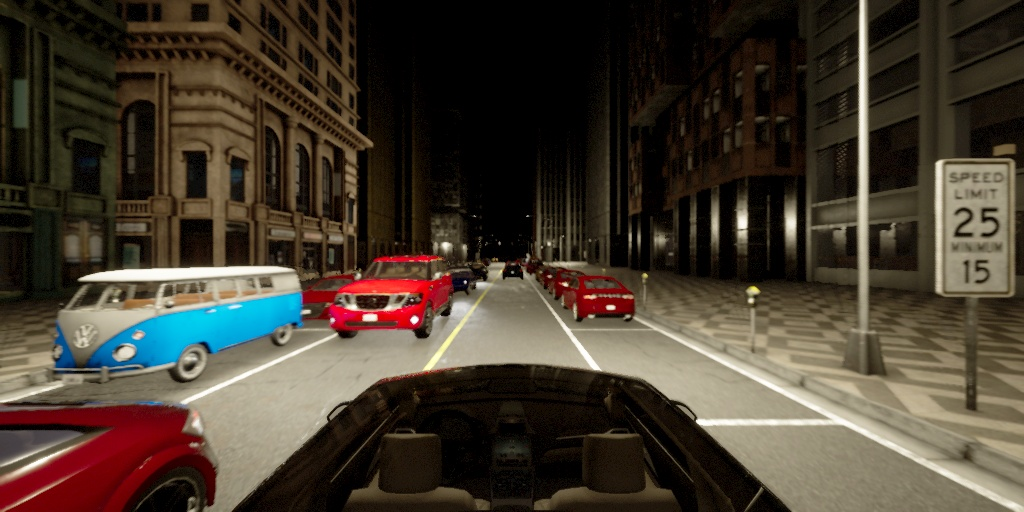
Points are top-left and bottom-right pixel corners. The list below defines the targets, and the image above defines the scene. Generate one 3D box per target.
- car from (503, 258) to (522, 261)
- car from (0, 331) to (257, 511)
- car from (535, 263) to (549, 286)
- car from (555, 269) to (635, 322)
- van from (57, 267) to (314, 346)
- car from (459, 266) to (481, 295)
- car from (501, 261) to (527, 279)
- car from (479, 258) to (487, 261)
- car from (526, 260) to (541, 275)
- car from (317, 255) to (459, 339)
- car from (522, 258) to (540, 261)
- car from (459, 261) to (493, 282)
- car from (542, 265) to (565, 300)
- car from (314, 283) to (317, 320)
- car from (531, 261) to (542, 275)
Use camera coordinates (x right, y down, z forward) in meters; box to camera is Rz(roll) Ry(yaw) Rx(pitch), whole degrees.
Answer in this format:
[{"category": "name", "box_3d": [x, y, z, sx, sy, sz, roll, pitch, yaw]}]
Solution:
[{"category": "car", "box_3d": [0.057, 1.367, 48.728, 1.882, 1.535, 5.008, 0, 0, 0]}, {"category": "car", "box_3d": [-3.091, 1.312, 0.806, 1.994, 1.385, 4.181, 0, 0, 1]}, {"category": "car", "box_3d": [2.775, 1.356, 23.371, 1.888, 1.381, 4.507, 0, 0, 0]}, {"category": "car", "box_3d": [2.779, 1.323, 12.320, 1.888, 1.381, 4.507, 0, 0, 0]}, {"category": "van", "box_3d": [-5.777, 1.106, 6.813, 1.690, 1.789, 3.998, 0, 0, 0]}, {"category": "car", "box_3d": [-3.086, 1.405, 20.351, 1.895, 1.301, 4.718, 0, 0, 0]}, {"category": "car", "box_3d": [0.089, 1.406, 33.337, 1.994, 1.385, 4.181, 0, 0, 1]}, {"category": "car", "box_3d": [-5.773, 1.458, 61.892, 1.751, 1.417, 4.829, 0, 0, 0]}, {"category": "car", "box_3d": [2.770, 1.407, 39.947, 1.888, 1.381, 4.507, 0, 0, 0]}, {"category": "car", "box_3d": [-3.102, 0.996, 10.545, 2.150, 2.045, 5.566, 0, 0, 0]}, {"category": "car", "box_3d": [2.769, 1.193, 45.473, 2.192, 1.841, 5.009, 0, 0, 0]}, {"category": "car", "box_3d": [-3.036, 1.398, 30.431, 1.994, 1.385, 4.181, 0, 0, 2]}, {"category": "car", "box_3d": [2.777, 1.340, 17.846, 1.888, 1.381, 4.507, 0, 0, 0]}, {"category": "car", "box_3d": [-5.776, 1.326, 12.338, 1.888, 1.381, 4.507, 0, 0, 0]}, {"category": "car", "box_3d": [2.774, 1.353, 29.066, 1.751, 1.417, 4.829, 0, 0, 0]}]
